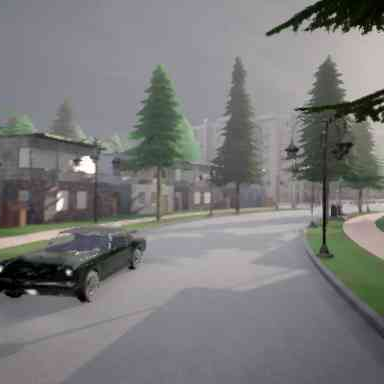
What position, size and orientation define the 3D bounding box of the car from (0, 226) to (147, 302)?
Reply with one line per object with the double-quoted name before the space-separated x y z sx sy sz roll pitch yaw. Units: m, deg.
"car" -2.700 1.612 8.508 1.895 1.301 4.718 0 0 9
